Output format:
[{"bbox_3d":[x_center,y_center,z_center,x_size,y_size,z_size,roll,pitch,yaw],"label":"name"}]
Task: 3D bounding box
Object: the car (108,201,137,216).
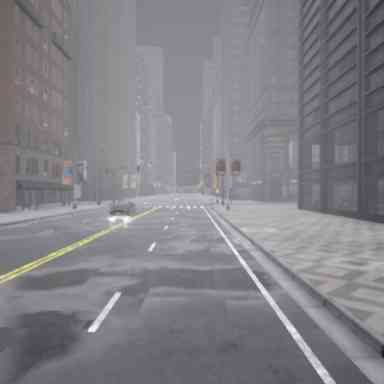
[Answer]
[{"bbox_3d":[-6.591,1.533,32.224,2.033,1.411,5.357,0,0,0],"label":"car"}]
